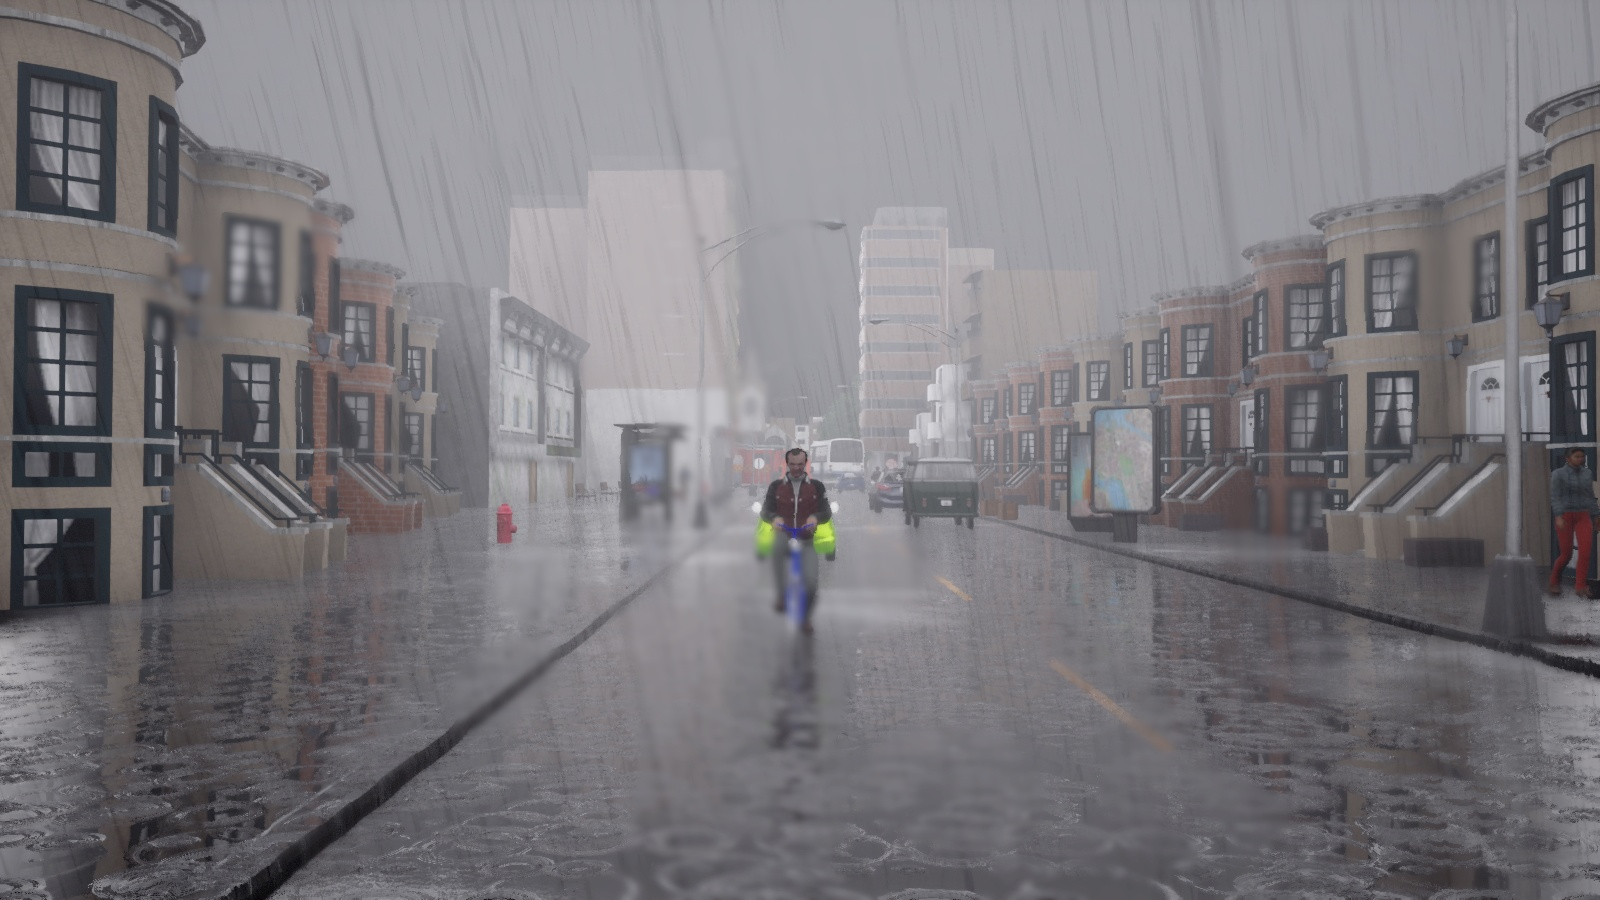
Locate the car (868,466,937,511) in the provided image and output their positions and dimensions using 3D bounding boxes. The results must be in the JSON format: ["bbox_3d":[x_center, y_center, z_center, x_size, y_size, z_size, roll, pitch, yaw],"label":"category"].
[{"bbox_3d":[3.890,1.453,48.335,2.242,1.667,4.611,0,-1,0],"label":"car"}]

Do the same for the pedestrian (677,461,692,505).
[{"bbox_3d":[-5.169,1.489,56.363,0.423,1.949,0.788,0,-1,14],"label":"pedestrian"}]

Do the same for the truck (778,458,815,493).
[{"bbox_3d":[-0.264,1.875,92.278,2.627,2.467,5.204,0,-1,0],"label":"truck"}]

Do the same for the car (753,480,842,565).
[{"bbox_3d":[-0.050,1.241,22.101,1.481,1.376,2.207,0,-1,0],"label":"car"}]

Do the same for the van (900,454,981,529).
[{"bbox_3d":[3.918,1.149,35.652,1.775,1.987,4.442,0,-1,0],"label":"van"}]

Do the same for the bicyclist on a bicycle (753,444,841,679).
[{"bbox_3d":[-0.025,0.860,10.417,0.659,1.776,1.843,0,-1,0],"label":"bicyclist on a bicycle"}]

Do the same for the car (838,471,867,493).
[{"bbox_3d":[3.742,2.295,90.634,1.882,1.535,5.008,0,-1,0],"label":"car"}]

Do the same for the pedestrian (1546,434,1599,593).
[{"bbox_3d":[9.210,0.737,14.907,0.353,1.847,0.614,0,-1,4],"label":"pedestrian"}]
